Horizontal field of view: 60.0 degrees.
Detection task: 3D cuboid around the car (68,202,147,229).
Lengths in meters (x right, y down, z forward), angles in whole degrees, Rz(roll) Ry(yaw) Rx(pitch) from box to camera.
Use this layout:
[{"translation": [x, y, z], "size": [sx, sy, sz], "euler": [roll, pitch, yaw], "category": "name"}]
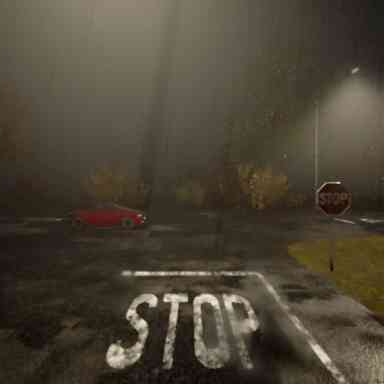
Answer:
[{"translation": [-4.628, 1.267, 18.440], "size": [4.181, 1.385, 1.994], "euler": [0, 1, -1], "category": "car"}]
